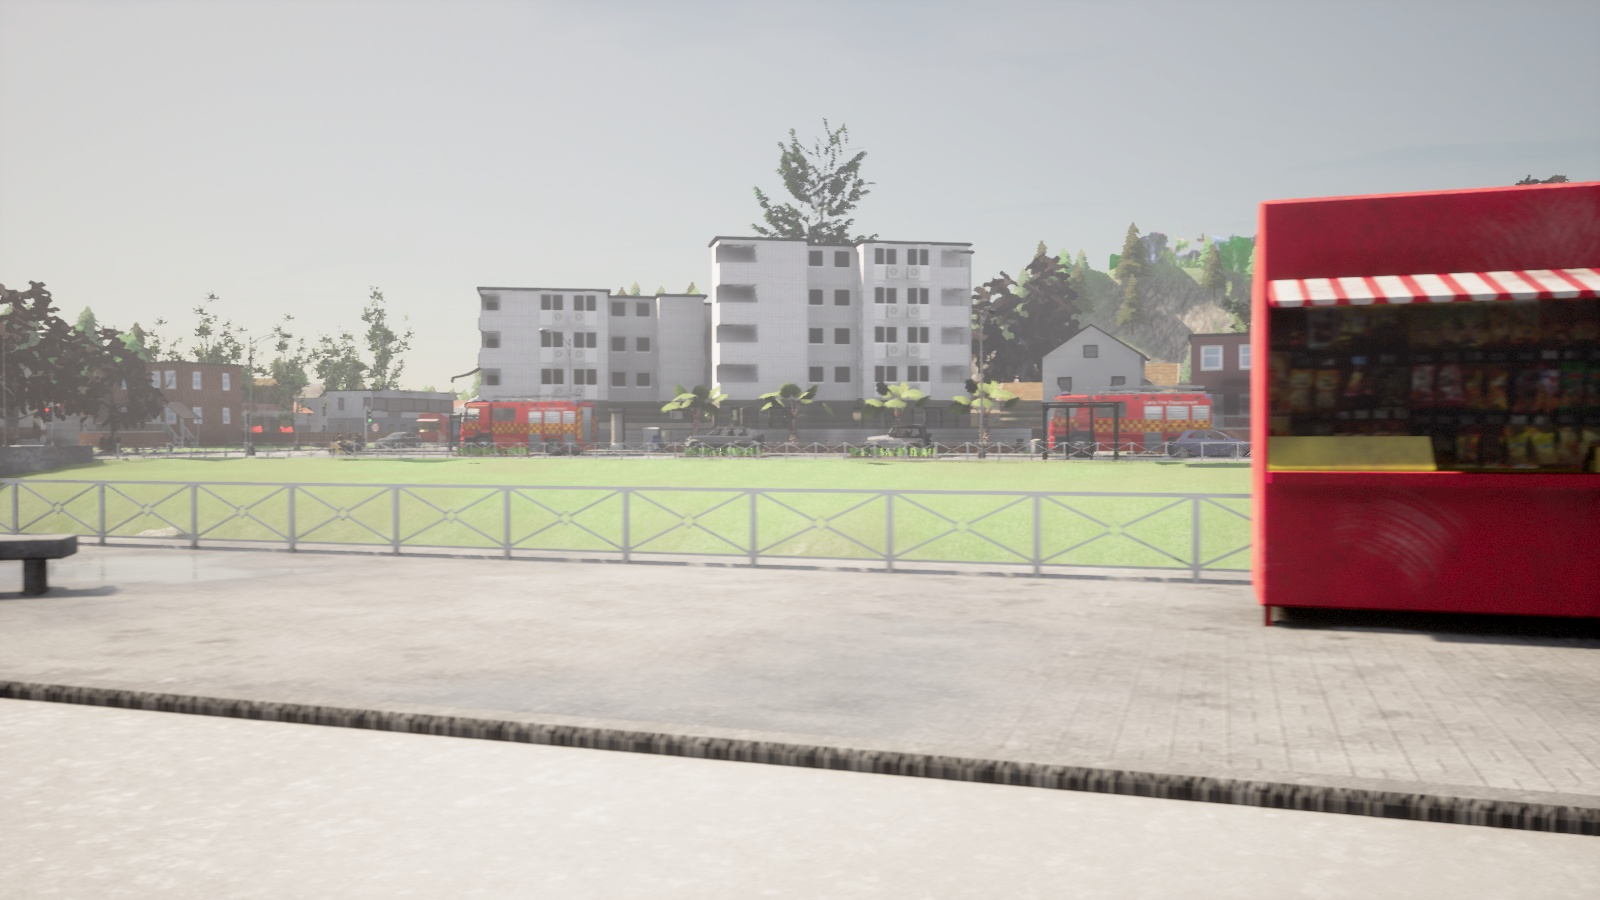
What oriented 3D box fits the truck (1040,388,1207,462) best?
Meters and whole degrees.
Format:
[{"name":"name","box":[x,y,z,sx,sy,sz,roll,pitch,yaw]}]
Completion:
[{"name":"truck","box":[17.316,-1.348,67.196,8.468,3.827,2.891,1,1,19]}]

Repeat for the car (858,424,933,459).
[{"name":"car","box":[5.433,-0.496,71.209,3.866,1.878,1.905,1,1,19]}]

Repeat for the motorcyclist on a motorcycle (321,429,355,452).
[{"name":"motorcyclist on a motorcycle","box":[-30.660,-0.642,83.370,2.044,1.523,0.797,1,1,19]}]

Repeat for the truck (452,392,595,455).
[{"name":"truck","box":[-17.356,-1.667,78.870,8.468,3.827,2.891,1,1,19]}]

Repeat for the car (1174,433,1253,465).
[{"name":"car","box":[20.407,-0.075,61.952,3.633,1.501,1.845,1,1,19]}]

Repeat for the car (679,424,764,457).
[{"name":"car","box":[-4.647,-0.565,74.604,4.605,1.855,1.932,2,1,19]}]
